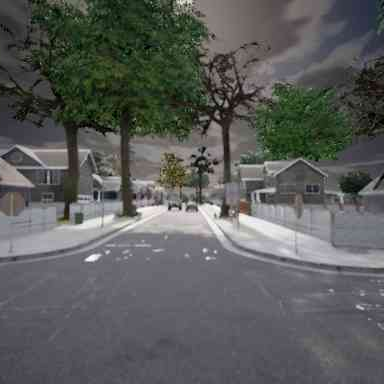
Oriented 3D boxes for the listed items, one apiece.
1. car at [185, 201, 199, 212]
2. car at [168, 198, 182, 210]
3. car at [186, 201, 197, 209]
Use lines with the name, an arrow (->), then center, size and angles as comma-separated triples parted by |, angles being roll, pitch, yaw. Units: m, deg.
car -> -0.032, 2.157, 49.895 | 1.812, 1.442, 4.674 | 0, -1, 0
car -> -2.787, 1.943, 54.903 | 2.150, 2.045, 5.566 | 0, -1, 0
car -> -0.040, 2.320, 59.932 | 1.837, 1.490, 4.892 | 0, -1, 0
